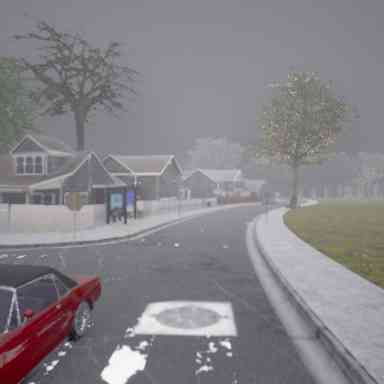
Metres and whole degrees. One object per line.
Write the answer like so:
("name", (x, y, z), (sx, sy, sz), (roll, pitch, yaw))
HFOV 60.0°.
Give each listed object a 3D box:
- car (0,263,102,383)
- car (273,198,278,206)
("car", (-2.662, 1.649, 3.873), (1.895, 1.301, 4.718), (0, -1, 3))
("car", (15.057, 1.826, 63.863), (1.994, 1.385, 4.181), (1, 0, 29))
